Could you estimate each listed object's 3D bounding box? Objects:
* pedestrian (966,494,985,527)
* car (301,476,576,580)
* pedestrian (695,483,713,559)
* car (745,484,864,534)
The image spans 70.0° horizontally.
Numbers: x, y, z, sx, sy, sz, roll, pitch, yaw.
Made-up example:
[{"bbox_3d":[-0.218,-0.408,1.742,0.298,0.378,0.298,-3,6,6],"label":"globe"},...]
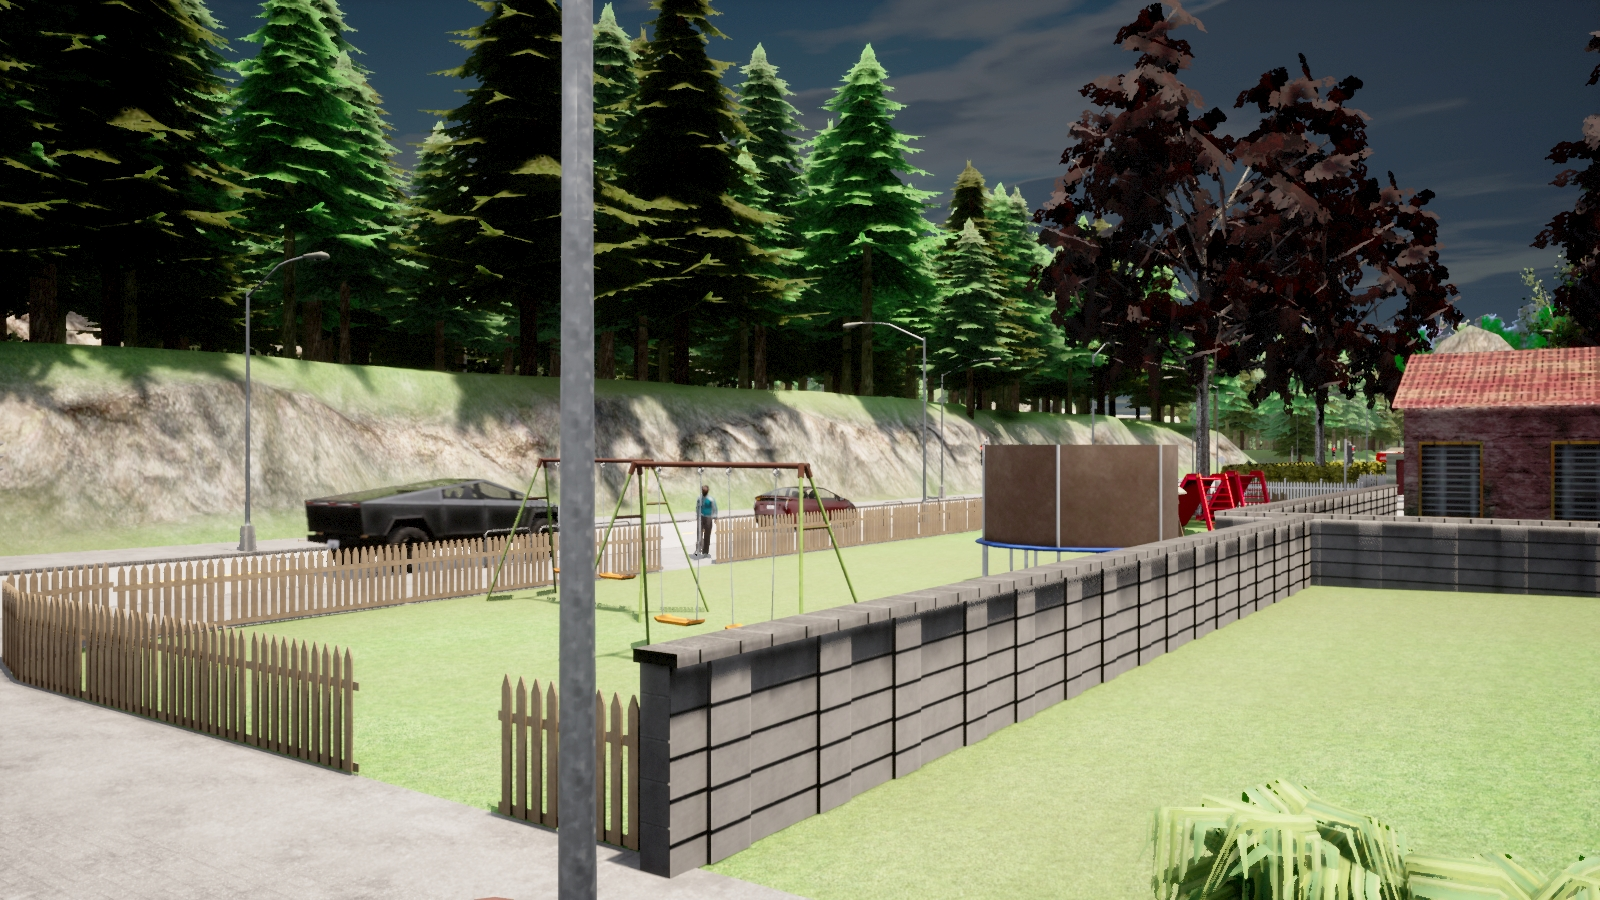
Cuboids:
[{"bbox_3d":[6.182,2.125,40.190,0.500,1.100,0.500,0,0,35],"label":"pedestrian"},{"bbox_3d":[-8.618,1.754,27.946,2.390,2.098,6.274,0,0,35],"label":"car"},{"bbox_3d":[-2.368,1.745,28.296,0.375,1.860,0.375,0,0,6],"label":"pedestrian"},{"bbox_3d":[0.223,2.040,40.660,2.007,1.525,4.514,0,0,35],"label":"car"}]
